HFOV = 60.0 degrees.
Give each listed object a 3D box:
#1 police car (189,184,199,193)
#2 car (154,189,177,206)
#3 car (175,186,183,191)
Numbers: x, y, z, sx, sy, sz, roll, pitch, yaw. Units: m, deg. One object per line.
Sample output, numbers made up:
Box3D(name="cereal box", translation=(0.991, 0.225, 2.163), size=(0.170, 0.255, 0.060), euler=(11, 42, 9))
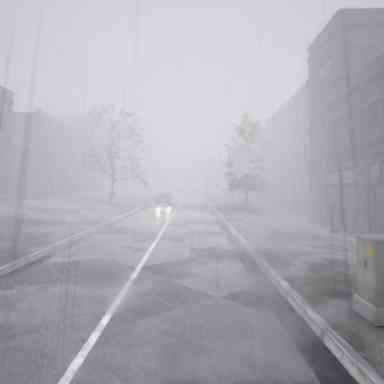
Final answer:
Box3D(name="police car", translation=(0.943, -0.647, 89.940), size=(1.930, 1.638, 5.238), euler=(0, 2, 0))
Box3D(name="car", translation=(-3.097, 0.752, 37.474), size=(2.128, 1.511, 4.902), euler=(0, 1, 0))
Box3D(name="car", translation=(-3.095, -0.572, 78.207), size=(1.812, 1.442, 4.674), euler=(0, 2, 0))
